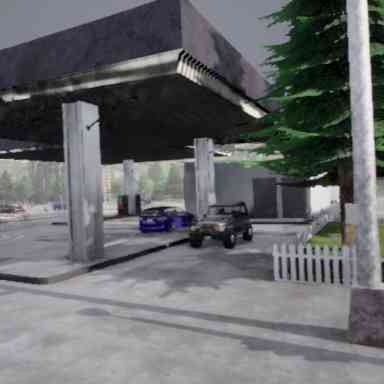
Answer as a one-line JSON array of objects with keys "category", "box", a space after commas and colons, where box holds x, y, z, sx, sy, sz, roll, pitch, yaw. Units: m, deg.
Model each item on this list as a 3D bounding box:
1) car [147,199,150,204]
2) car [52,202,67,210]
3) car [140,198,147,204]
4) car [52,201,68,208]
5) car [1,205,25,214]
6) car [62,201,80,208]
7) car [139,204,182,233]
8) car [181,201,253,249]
[{"category": "car", "box": [-11.429, 2.134, 74.029, 4.514, 1.523, 2.007, -3, 0, 28]}, {"category": "car", "box": [-25.226, 2.707, 64.443, 3.633, 1.501, 1.845, -3, 0, 28]}, {"category": "car", "box": [-12.868, 2.184, 71.242, 5.027, 1.636, 2.152, -3, 0, 28]}, {"category": "car", "box": [-34.338, 3.207, 86.351, 3.633, 1.501, 1.845, -3, 0, 28]}, {"category": "car", "box": [-29.994, 2.879, 55.663, 4.514, 1.523, 2.007, -3, 0, 28]}, {"category": "car", "box": [-29.219, 2.979, 80.212, 3.806, 1.475, 1.970, -3, 0, 28]}, {"category": "car", "box": [-1.484, 1.733, 21.822, 2.242, 1.667, 4.611, -3, 0, 28]}, {"category": "car", "box": [1.437, 1.423, 15.320, 1.905, 1.878, 3.866, -3, 0, 28]}]
